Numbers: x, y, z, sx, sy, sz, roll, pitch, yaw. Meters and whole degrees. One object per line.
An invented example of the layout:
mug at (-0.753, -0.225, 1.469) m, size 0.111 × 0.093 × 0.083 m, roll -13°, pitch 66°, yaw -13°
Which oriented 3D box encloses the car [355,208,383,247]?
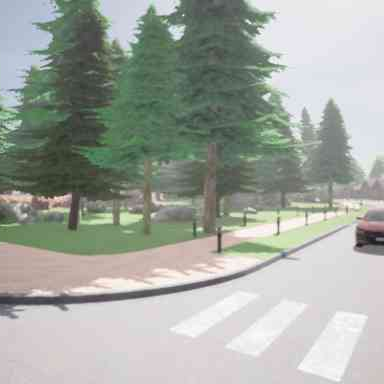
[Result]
car at (8.317, 1.466, 14.295) m, size 1.882 × 1.535 × 5.008 m, roll 0°, pitch 0°, yaw 34°

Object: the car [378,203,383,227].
car at (13.923, 1.553, 22.529) m, size 1.994 × 1.385 × 4.181 m, roll 0°, pitch 0°, yaw 34°
